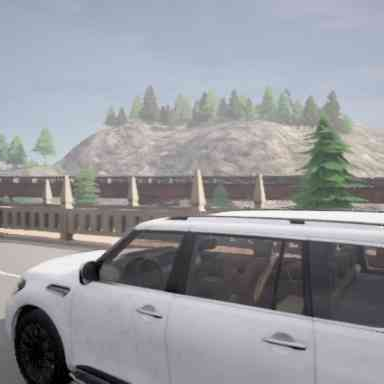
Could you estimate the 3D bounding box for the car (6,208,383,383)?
[{"bbox_3d":[0.313,1.206,3.572,5.566,2.045,2.150,0,0,34],"label":"car"}]
